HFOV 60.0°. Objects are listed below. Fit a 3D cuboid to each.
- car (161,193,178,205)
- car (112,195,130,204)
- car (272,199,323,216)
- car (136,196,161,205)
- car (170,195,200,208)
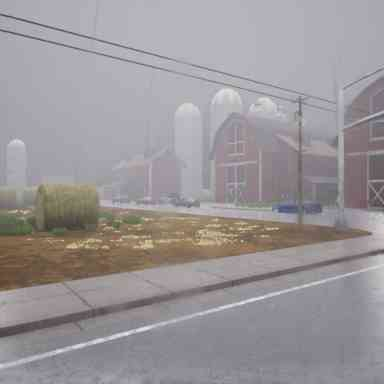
[{"bbox_3d":[-3.979,1.118,57.640,3.866,1.878,1.905,-2,5,11],"label":"car"},{"bbox_3d":[-13.748,1.325,64.005,2.097,1.767,4.553,0,0,-37],"label":"car"},{"bbox_3d":[9.994,1.428,31.951,1.882,1.535,5.008,0,0,-37],"label":"car"},{"bbox_3d":[-7.654,1.480,55.756,1.812,1.442,4.674,0,0,-36],"label":"car"},{"bbox_3d":[-0.704,1.492,46.370,1.812,1.442,4.674,0,0,-37],"label":"car"}]
